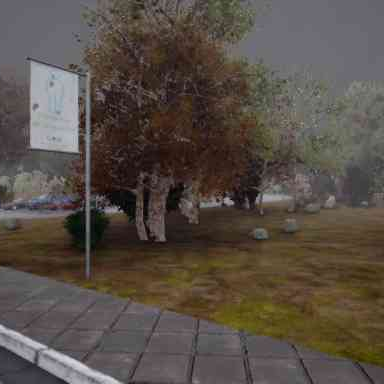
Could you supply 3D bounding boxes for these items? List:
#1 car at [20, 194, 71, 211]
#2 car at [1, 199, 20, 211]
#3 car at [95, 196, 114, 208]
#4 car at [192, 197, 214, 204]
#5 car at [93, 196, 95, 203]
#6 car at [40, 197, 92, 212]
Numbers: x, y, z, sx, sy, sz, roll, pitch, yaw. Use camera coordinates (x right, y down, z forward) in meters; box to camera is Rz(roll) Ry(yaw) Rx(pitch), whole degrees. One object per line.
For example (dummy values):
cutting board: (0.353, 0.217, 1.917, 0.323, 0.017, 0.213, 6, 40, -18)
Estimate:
car: (-17.119, 1.211, 40.129, 2.150, 2.045, 5.566, 0, 0, 39)
car: (-20.819, 1.497, 41.105, 1.837, 1.490, 4.892, 0, 0, 38)
car: (-11.024, 1.311, 47.930, 2.097, 1.767, 4.553, 0, 0, 37)
car: (2.156, 1.403, 59.753, 2.033, 1.411, 5.357, 0, 0, 34)
car: (-14.835, 1.318, 48.724, 2.097, 1.767, 4.553, 0, 0, 38)
car: (-14.213, 1.590, 37.819, 1.895, 1.301, 4.718, 0, 0, 38)
